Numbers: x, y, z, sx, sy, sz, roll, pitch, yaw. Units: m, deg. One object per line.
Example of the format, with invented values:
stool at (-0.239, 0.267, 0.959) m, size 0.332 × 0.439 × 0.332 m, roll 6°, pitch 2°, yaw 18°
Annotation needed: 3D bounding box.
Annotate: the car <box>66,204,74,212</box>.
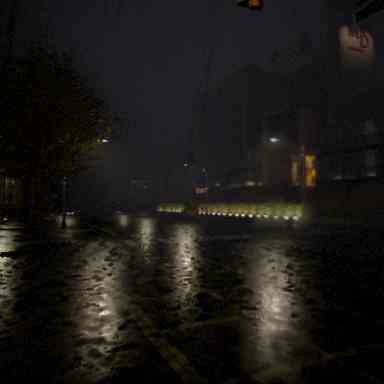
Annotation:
car at (-32.447, 4.547, 88.519) m, size 2.128 × 1.511 × 4.902 m, roll 0°, pitch -2°, yaw -24°
